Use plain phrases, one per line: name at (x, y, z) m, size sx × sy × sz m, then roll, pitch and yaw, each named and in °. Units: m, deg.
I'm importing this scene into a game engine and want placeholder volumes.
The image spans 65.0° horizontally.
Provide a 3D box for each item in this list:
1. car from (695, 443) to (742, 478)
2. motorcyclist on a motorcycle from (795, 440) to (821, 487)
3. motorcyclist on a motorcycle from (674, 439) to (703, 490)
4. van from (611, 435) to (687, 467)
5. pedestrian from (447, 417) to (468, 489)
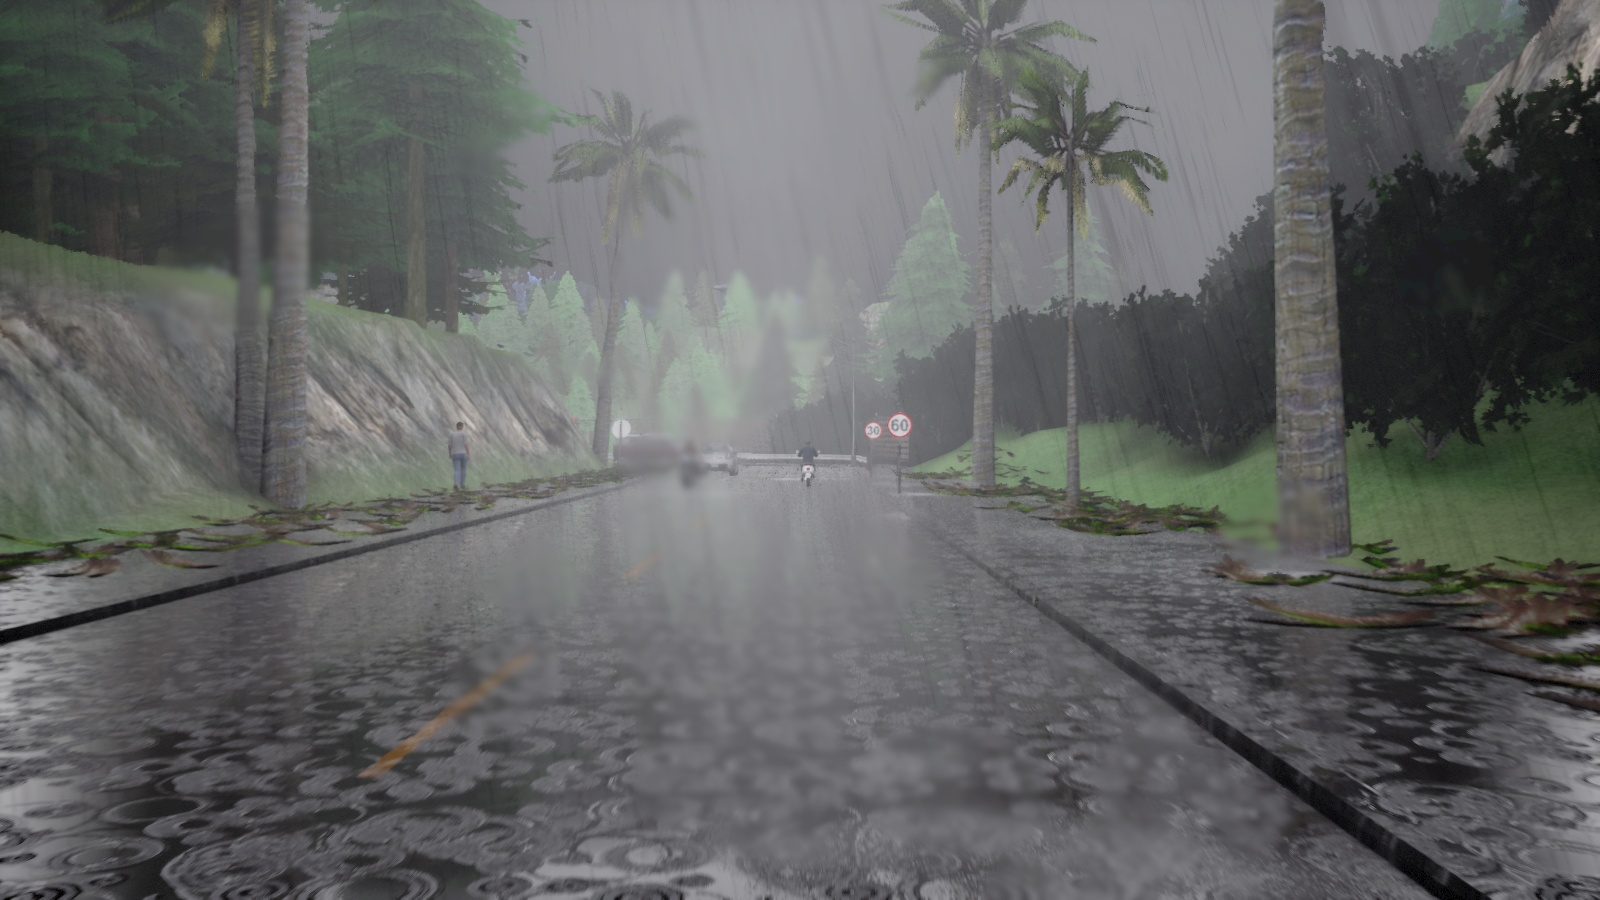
car at (-3.642, 0.440, 56.345) m, size 1.845 × 1.501 × 3.633 m, roll 0°, pitch 0°, yaw 0°
motorcyclist on a motorcycle at (0.281, 0.453, 43.832) m, size 0.866 × 1.590 × 1.817 m, roll 0°, pitch 0°, yaw 0°
motorcyclist on a motorcycle at (-3.729, 0.457, 42.087) m, size 0.766 × 1.649 × 2.350 m, roll 0°, pitch 0°, yaw 0°
van at (-9.458, 0.049, 78.850) m, size 4.442 × 1.987 × 1.775 m, roll 0°, pitch 0°, yaw 8°
pedestrian at (-8.859, 0.069, 32.533) m, size 0.354 × 1.836 × 0.706 m, roll 0°, pitch 0°, yaw 0°
